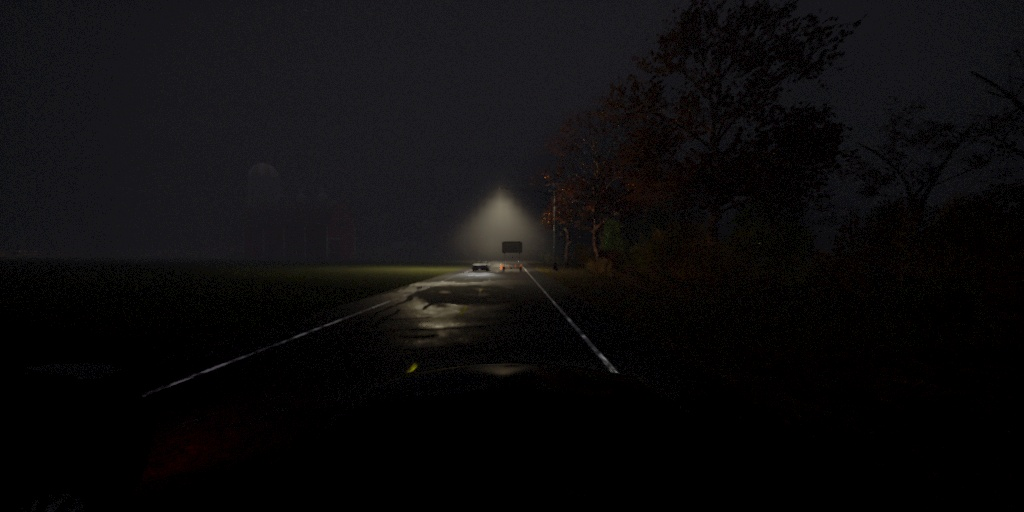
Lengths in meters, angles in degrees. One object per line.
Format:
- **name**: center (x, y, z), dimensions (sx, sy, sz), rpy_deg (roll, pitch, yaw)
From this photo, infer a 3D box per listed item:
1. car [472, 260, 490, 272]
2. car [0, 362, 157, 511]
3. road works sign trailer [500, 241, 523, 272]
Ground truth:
- **car**: center (-3.587, 1.177, 41.943), dimensions (1.895, 1.301, 4.718), rpy_deg (0, 0, 0)
- **car**: center (-3.598, 1.259, 0.621), dimensions (1.837, 1.490, 4.892), rpy_deg (0, 0, 0)
- **road works sign trailer**: center (0.014, 0.041, 41.869), dimensions (2.380, 3.560, 2.880), rpy_deg (0, 0, 0)
